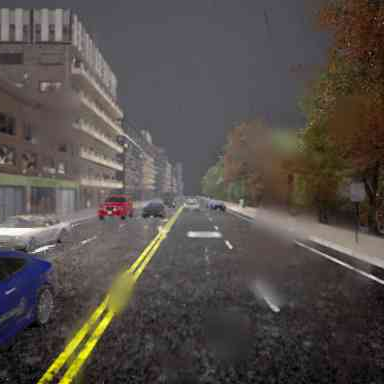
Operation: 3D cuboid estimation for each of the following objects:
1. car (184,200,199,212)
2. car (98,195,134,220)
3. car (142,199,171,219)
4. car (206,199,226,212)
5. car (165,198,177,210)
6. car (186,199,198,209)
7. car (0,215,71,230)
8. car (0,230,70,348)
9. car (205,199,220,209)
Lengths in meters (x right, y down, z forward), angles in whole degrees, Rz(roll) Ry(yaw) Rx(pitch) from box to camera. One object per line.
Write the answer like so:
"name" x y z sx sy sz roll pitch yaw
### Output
"car" -0.021 1.819 42.747 1.895 1.301 4.718 0 0 0
"car" -6.594 1.322 29.450 2.150 2.045 5.566 0 -1 0
"car" -3.351 1.674 30.487 2.033 1.411 5.357 0 0 0
"car" 3.228 1.841 42.749 1.895 1.301 4.718 0 0 0
"car" -3.272 1.588 47.737 2.097 1.767 4.553 0 0 0
"car" -0.028 1.877 52.747 1.895 1.301 4.718 0 0 0
"car" -6.602 1.607 13.324 1.895 1.301 4.718 0 0 0
"car" -3.352 1.531 4.289 1.812 1.442 4.674 0 0 0
"car" 3.223 1.845 52.719 2.033 1.411 5.357 0 0 0
